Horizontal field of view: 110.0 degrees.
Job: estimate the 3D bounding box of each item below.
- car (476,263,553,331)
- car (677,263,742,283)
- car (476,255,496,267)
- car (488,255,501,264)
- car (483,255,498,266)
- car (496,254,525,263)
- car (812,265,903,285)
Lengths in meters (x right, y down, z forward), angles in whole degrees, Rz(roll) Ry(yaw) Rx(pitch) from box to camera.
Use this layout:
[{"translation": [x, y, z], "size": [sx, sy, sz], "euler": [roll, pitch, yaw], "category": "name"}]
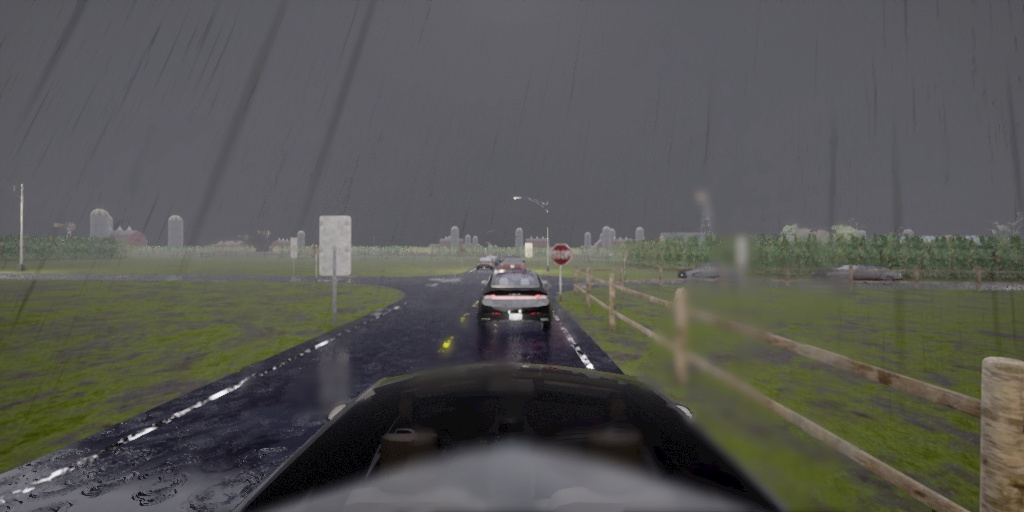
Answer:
[{"translation": [0.074, 1.138, 10.555], "size": [2.128, 1.511, 4.902], "euler": [0, 1, 0], "category": "car"}, {"translation": [14.499, 1.225, 26.384], "size": [4.181, 1.385, 1.994], "euler": [1, 0, 0], "category": "car"}, {"translation": [-2.975, 0.819, 41.035], "size": [2.033, 1.411, 5.357], "euler": [0, 1, 0], "category": "car"}, {"translation": [-2.997, 0.563, 62.218], "size": [1.994, 1.385, 4.181], "euler": [0, 1, 0], "category": "car"}, {"translation": [-2.993, 0.621, 51.130], "size": [1.882, 1.535, 5.008], "euler": [0, 1, 0], "category": "car"}, {"translation": [0.019, 0.775, 29.797], "size": [2.097, 1.767, 4.553], "euler": [0, 1, 0], "category": "car"}, {"translation": [25.359, 1.337, 26.386], "size": [5.357, 1.411, 2.033], "euler": [1, 0, -1], "category": "car"}]
